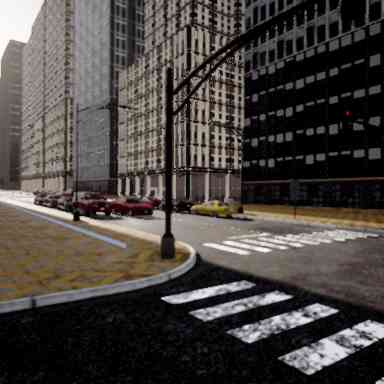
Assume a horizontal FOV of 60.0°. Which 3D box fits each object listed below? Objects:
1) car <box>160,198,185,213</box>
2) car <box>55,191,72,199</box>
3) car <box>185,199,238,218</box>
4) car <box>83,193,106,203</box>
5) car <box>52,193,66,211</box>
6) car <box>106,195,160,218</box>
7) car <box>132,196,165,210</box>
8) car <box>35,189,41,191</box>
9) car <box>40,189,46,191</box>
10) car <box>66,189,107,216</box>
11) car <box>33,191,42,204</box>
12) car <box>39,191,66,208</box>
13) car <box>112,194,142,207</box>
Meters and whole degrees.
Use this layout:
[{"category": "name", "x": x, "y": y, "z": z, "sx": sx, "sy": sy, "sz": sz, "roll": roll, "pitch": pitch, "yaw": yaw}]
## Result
[{"category": "car", "x": -1.520, "y": 1.266, "z": 32.220, "sx": 1.947, "sy": 1.339, "sz": 4.313, "roll": 2, "pitch": 0, "yaw": -36}, {"category": "car", "x": -24.791, "y": 0.483, "z": 64.145, "sx": 1.752, "sy": 1.417, "sz": 4.829, "roll": 2, "pitch": 0, "yaw": -36}, {"category": "car", "x": 1.760, "y": 1.329, "z": 27.870, "sx": 1.752, "sy": 1.417, "sz": 4.829, "roll": 2, "pitch": 0, "yaw": -36}, {"category": "car", "x": -14.761, "y": 0.842, "z": 50.385, "sx": 1.947, "sy": 1.339, "sz": 4.313, "roll": 2, "pitch": 0, "yaw": -36}, {"category": "car", "x": -11.596, "y": 1.089, "z": 31.816, "sx": 1.947, "sy": 1.339, "sz": 4.313, "roll": 2, "pitch": 0, "yaw": -36}, {"category": "car", "x": -4.944, "y": 1.174, "z": 27.236, "sx": 1.882, "sy": 1.535, "sz": 5.008, "roll": 1, "pitch": 1, "yaw": -36}, {"category": "car", "x": -4.831, "y": 1.176, "z": 36.760, "sx": 1.802, "sy": 1.307, "sz": 4.206, "roll": 2, "pitch": 0, "yaw": -36}, {"category": "car", "x": -34.620, "y": 0.087, "z": 77.632, "sx": 1.967, "sy": 1.590, "sz": 4.097, "roll": 2, "pitch": 0, "yaw": -36}, {"category": "car", "x": -31.312, "y": 0.296, "z": 73.090, "sx": 1.887, "sy": 1.381, "sz": 4.507, "roll": 2, "pitch": 0, "yaw": -36}, {"category": "car", "x": -8.278, "y": 0.944, "z": 27.275, "sx": 2.192, "sy": 1.841, "sz": 5.009, "roll": 2, "pitch": 0, "yaw": -36}, {"category": "car", "x": -18.216, "y": 0.894, "z": 40.897, "sx": 1.802, "sy": 1.307, "sz": 4.206, "roll": 2, "pitch": 0, "yaw": -36}, {"category": "car", "x": -14.905, "y": 0.962, "z": 36.356, "sx": 1.887, "sy": 1.381, "sz": 4.507, "roll": 2, "pitch": 0, "yaw": -36}, {"category": "car", "x": -8.141, "y": 1.054, "z": 41.302, "sx": 1.947, "sy": 1.339, "sz": 4.313, "roll": 2, "pitch": 0, "yaw": -36}]
